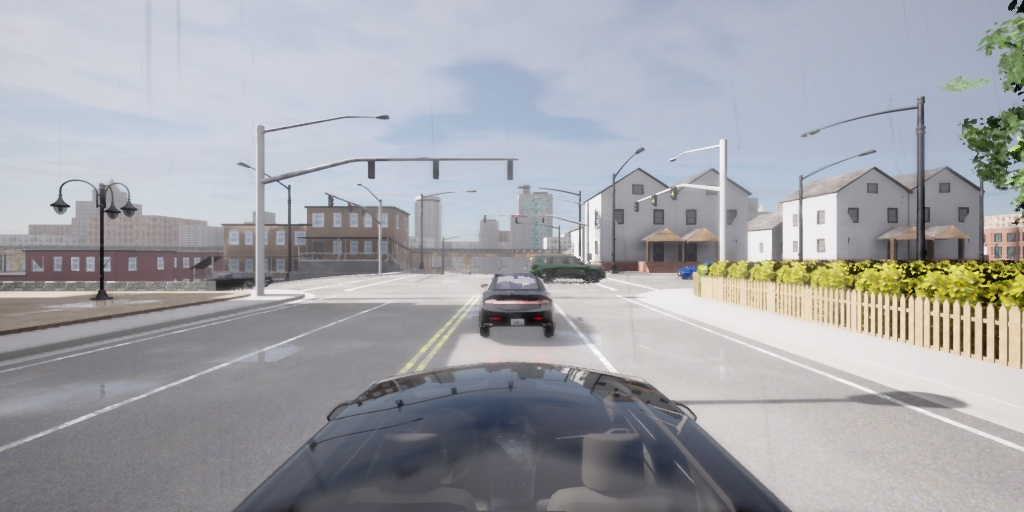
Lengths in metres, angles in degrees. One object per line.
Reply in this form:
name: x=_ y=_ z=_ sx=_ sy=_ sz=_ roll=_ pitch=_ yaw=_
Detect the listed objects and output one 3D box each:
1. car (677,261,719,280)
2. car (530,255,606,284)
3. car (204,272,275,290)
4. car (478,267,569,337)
car: x=16.655 y=1.228 z=30.356 sx=5.008 sy=1.535 sz=1.882 roll=0 pitch=0 yaw=-1
car: x=4.038 y=0.956 z=26.494 sx=5.566 sy=2.045 sz=2.150 roll=0 pitch=0 yaw=-1
car: x=-20.152 y=1.855 z=26.187 sx=4.718 sy=1.301 sz=1.895 roll=-4 pitch=0 yaw=-1
car: x=0.114 y=1.242 z=10.311 sx=2.128 sy=1.511 sz=4.902 roll=0 pitch=0 yaw=0
